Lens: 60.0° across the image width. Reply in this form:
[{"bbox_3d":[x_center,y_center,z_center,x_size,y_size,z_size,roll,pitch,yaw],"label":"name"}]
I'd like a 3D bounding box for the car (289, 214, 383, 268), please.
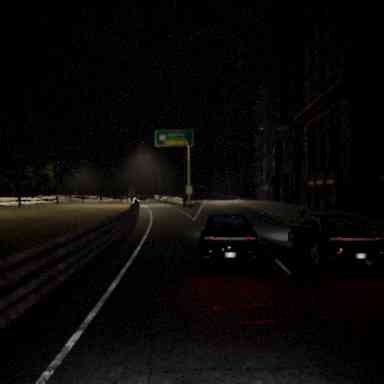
[{"bbox_3d":[4.671,1.506,11.349,2.128,1.511,4.902,0,0,3],"label":"car"}]

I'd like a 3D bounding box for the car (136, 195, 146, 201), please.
[{"bbox_3d":[-11.619,1.385,76.134,1.837,1.490,4.892,0,0,-12],"label":"car"}]

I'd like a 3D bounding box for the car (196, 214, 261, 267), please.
[{"bbox_3d":[1.181,1.508,11.507,2.128,1.511,4.902,0,0,3],"label":"car"}]
